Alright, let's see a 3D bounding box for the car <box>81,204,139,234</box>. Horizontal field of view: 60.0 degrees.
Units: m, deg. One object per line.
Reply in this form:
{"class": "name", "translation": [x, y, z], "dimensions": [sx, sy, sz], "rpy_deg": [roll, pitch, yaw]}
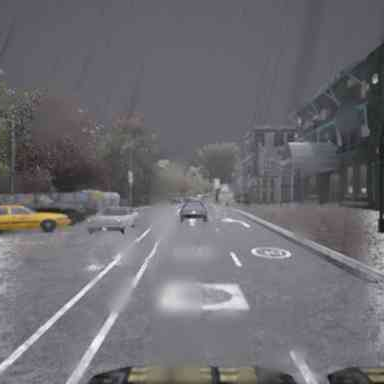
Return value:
{"class": "car", "translation": [-4.209, 1.461, 18.189], "dimensions": [1.895, 1.301, 4.718], "rpy_deg": [0, 0, 0]}

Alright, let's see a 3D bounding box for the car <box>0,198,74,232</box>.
{"class": "car", "translation": [-9.267, 1.345, 17.597], "dimensions": [5.366, 1.575, 1.946], "rpy_deg": [-1, 0, -20]}

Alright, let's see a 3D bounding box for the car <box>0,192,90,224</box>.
{"class": "car", "translation": [-9.406, 1.072, 20.493], "dimensions": [5.566, 2.045, 2.435], "rpy_deg": [-1, 0, -20]}

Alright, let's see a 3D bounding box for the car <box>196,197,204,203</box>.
{"class": "car", "translation": [2.063, 2.019, 85.906], "dimensions": [2.033, 1.411, 5.357], "rpy_deg": [0, -1, 3]}

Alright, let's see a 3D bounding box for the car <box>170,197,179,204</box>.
{"class": "car", "translation": [-3.044, 1.649, 62.469], "dimensions": [1.994, 1.385, 4.181], "rpy_deg": [0, -1, 2]}

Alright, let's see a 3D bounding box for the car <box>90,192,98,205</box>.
{"class": "car", "translation": [-9.450, 1.047, 23.421], "dimensions": [5.566, 2.045, 2.435], "rpy_deg": [-1, 1, -20]}

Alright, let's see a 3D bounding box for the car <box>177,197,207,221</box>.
{"class": "car", "translation": [0.122, 1.360, 25.159], "dimensions": [1.994, 1.385, 4.181], "rpy_deg": [0, 0, 0]}

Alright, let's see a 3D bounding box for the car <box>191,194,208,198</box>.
{"class": "car", "translation": [0.680, 1.308, 43.369], "dimensions": [2.033, 1.411, 5.357], "rpy_deg": [0, -1, 3]}
